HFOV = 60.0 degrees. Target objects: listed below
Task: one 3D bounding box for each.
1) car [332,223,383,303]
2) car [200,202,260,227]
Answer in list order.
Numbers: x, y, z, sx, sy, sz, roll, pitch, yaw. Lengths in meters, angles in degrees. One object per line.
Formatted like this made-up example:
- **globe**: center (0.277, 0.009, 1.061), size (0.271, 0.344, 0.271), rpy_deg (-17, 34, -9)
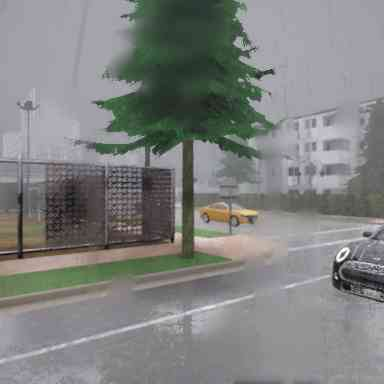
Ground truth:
- **car**: center (5.240, 1.343, 7.632), size (4.553, 1.767, 2.097), rpy_deg (0, 0, -36)
- **car**: center (2.558, 1.484, 23.430), size (1.882, 1.535, 5.008), rpy_deg (0, 0, -35)
